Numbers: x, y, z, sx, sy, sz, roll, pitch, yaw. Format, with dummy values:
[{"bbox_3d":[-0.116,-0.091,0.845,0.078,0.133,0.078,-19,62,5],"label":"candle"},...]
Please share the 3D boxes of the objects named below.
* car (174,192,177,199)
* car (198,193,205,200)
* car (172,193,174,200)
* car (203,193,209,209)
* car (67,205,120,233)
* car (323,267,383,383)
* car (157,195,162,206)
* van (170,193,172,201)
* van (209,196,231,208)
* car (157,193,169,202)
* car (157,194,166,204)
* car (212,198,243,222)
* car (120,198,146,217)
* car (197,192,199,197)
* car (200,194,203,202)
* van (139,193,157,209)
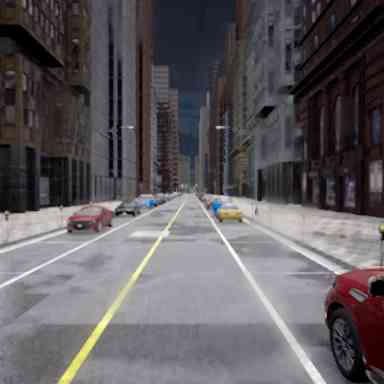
[{"bbox_3d":[-5.769,1.212,86.948,1.967,1.590,4.097,0,0,0],"label":"car"},{"bbox_3d":[2.757,1.268,64.410,1.967,1.590,4.097,0,0,0],"label":"car"},{"bbox_3d":[-5.769,1.240,75.674,1.967,1.590,4.097,0,0,0],"label":"car"},{"bbox_3d":[2.758,1.324,41.866,1.967,1.590,4.097,0,0,0],"label":"car"},{"bbox_3d":[-5.766,1.488,19.307,1.887,1.381,4.507,0,0,0],"label":"car"},{"bbox_3d":[2.759,1.307,2.411,2.192,1.841,5.009,0,0,0],"label":"car"},{"bbox_3d":[-5.767,1.437,47.491,1.947,1.339,4.313,0,0,0],"label":"car"},{"bbox_3d":[-5.769,1.155,70.037,1.690,1.788,3.998,0,0,0],"label":"van"},{"bbox_3d":[2.758,1.254,30.593,1.690,1.788,3.998,0,0,0],"label":"van"},{"bbox_3d":[-5.768,1.157,58.763,2.192,1.841,5.009,0,0,0],"label":"car"},{"bbox_3d":[-5.767,1.422,53.128,1.947,1.339,4.313,0,0,0],"label":"car"},{"bbox_3d":[2.759,1.453,25.127,1.752,1.417,4.829,0,0,0],"label":"car"},{"bbox_3d":[-5.767,1.480,30.581,1.947,1.339,4.313,0,0,0],"label":"car"},{"bbox_3d":[2.756,1.114,75.684,2.192,1.841,5.009,0,0,0],"label":"car"},{"bbox_3d":[2.758,1.407,53.139,2.008,1.369,4.403,0,0,0],"label":"car"},{"bbox_3d":[-5.768,1.226,41.854,1.690,1.788,3.998,0,0,0],"label":"van"}]
